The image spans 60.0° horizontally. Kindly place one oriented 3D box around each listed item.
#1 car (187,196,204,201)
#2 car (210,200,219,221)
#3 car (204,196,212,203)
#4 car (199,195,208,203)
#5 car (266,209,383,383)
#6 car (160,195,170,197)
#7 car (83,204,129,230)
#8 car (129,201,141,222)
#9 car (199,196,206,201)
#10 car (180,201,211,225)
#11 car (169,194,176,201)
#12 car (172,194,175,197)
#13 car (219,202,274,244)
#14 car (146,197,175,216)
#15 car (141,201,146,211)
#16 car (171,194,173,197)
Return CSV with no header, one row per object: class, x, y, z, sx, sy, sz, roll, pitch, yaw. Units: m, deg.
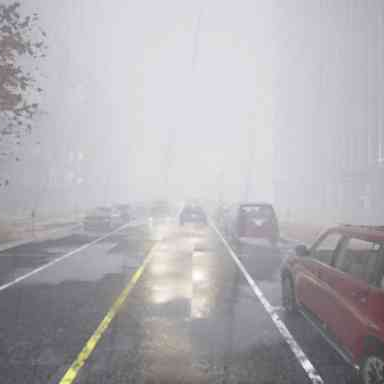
car,0.108,1.459,41.269,2.097,1.767,4.553,0,0,0
car,2.699,1.600,27.385,1.752,1.417,4.829,0,0,0
car,2.705,1.704,55.676,1.947,1.339,4.313,0,0,0
car,2.710,1.622,78.443,1.967,1.590,4.097,0,0,0
car,2.696,1.329,4.448,2.192,1.841,5.009,0,0,0
car,-5.675,1.694,61.383,1.887,1.381,4.507,0,0,0
car,-5.683,1.611,21.537,2.008,1.369,4.403,0,0,0
car,-5.682,1.640,27.230,1.947,1.339,4.313,0,0,0
car,2.712,1.783,89.828,1.802,1.307,4.206,0,0,0
car,0.105,1.633,24.853,1.994,1.385,4.181,0,0,0
car,-5.666,1.553,95.432,1.690,1.788,3.998,0,0,0
car,-5.668,1.641,89.844,1.967,1.590,4.097,0,0,0
car,2.698,1.360,15.832,2.192,1.841,5.009,0,0,0
car,-3.090,1.567,33.453,1.882,1.535,5.008,0,0,0
car,-5.679,1.683,38.613,1.802,1.307,4.206,0,0,0
car,-5.672,1.753,72.768,1.802,1.307,4.206,0,0,0
